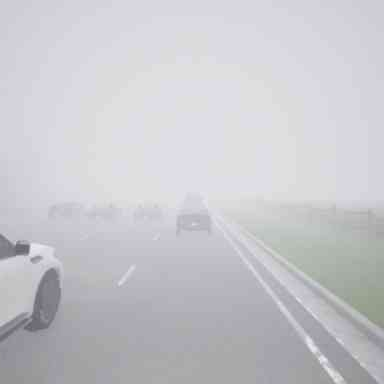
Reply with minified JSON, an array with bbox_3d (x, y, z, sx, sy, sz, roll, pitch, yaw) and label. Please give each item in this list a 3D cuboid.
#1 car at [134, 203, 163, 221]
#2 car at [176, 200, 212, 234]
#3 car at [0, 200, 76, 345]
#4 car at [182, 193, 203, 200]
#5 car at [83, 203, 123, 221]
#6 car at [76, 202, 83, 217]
[{"bbox_3d":[-3.403,1.566,26.832,1.895,1.301,4.718,0,0,0],"label":"car"},{"bbox_3d":[0.100,1.453,18.927,1.882,1.535,5.008,0,0,0],"label":"car"},{"bbox_3d":[-3.399,1.217,3.713,2.150,2.045,5.566,0,0,0],"label":"car"},{"bbox_3d":[0.097,1.172,37.470,2.150,2.045,5.566,0,0,0],"label":"car"},{"bbox_3d":[-6.902,1.566,26.832,1.895,1.301,4.718,0,0,0],"label":"car"},{"bbox_3d":[-10.402,1.470,27.891,1.837,1.490,4.892,0,0,0],"label":"car"}]
